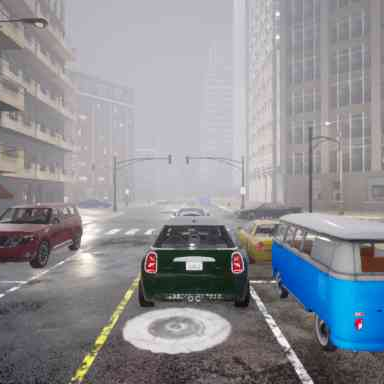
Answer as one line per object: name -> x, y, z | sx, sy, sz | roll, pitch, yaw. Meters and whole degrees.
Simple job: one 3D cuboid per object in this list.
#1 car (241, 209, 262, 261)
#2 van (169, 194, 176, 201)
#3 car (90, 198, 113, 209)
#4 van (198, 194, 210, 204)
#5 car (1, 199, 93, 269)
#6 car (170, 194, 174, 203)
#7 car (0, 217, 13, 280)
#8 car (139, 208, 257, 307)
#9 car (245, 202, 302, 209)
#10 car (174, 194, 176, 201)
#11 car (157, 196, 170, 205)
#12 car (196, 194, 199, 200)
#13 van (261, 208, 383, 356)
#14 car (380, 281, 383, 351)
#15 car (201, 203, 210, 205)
car -> 2.550, 1.531, 11.606 | 1.752, 1.417, 4.829 | 0, 0, 0
van -> -5.469, 1.542, 93.731 | 1.690, 1.788, 3.998 | 0, 0, 0
car -> -13.691, 1.647, 47.307 | 5.008, 1.535, 1.882 | 0, 0, 18
van -> 2.468, 1.429, 60.431 | 1.690, 1.788, 3.998 | 0, 0, 0
car -> -5.328, 1.321, 11.417 | 2.192, 1.841, 5.009 | 0, 0, 0
car -> -5.432, 1.561, 71.523 | 1.967, 1.590, 4.097 | 0, 0, 0
car -> -5.319, 1.442, 5.880 | 1.967, 1.590, 4.097 | 0, 0, 0
car -> 0.050, 1.355, 8.120 | 2.097, 1.767, 4.553 | 0, 0, 0
car -> 5.926, 1.491, 25.842 | 5.357, 1.411, 2.033 | -1, 0, -7
car -> -5.442, 1.705, 77.075 | 1.947, 1.339, 4.313 | 0, 0, 0
car -> -5.413, 1.613, 60.247 | 1.752, 1.417, 4.829 | 0, 0, 0
car -> 2.429, 1.704, 82.640 | 1.887, 1.381, 4.507 | 0, 0, 0
van -> 2.562, 1.343, 5.900 | 1.690, 1.788, 3.998 | 0, 0, 0
car -> 2.569, 1.526, 0.536 | 1.752, 1.417, 4.829 | 0, 0, 0
car -> -0.029, 1.536, 17.164 | 1.812, 1.442, 4.674 | 0, 0, 0
